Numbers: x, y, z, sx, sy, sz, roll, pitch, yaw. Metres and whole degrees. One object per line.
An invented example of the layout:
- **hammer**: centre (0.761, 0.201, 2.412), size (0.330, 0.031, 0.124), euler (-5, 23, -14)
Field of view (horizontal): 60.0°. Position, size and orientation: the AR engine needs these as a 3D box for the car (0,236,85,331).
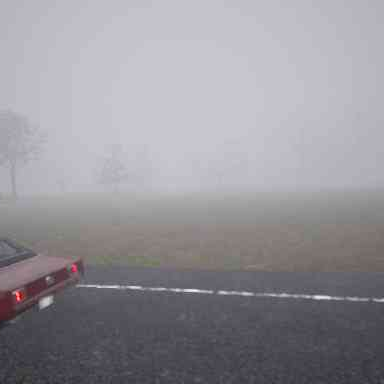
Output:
- **car**: centre (-4.404, 1.486, 5.737), size (4.718, 1.301, 1.895), euler (-2, 3, 15)
